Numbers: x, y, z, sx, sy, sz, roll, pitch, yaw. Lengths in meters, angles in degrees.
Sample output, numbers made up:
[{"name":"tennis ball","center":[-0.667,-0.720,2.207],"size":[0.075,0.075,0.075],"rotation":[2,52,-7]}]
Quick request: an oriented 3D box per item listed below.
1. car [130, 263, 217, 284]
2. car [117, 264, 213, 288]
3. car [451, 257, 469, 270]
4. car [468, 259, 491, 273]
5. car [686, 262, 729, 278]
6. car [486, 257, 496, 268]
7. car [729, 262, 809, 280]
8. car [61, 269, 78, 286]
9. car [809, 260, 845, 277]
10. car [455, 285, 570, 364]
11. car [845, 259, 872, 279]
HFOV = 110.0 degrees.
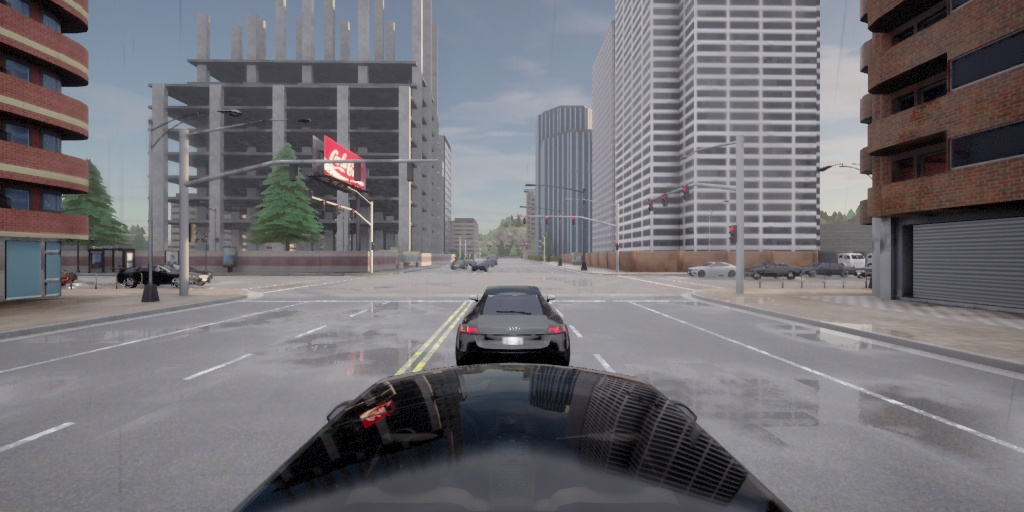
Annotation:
[{"name":"car","center":[-24.691,1.276,26.270],"size":[4.674,1.442,1.812],"rotation":[0,0,-1]},{"name":"car","center":[-22.011,1.241,22.787],"size":[4.902,1.511,2.128],"rotation":[0,0,-1]},{"name":"car","center":[-7.556,1.241,51.185],"size":[2.128,1.511,4.902],"rotation":[0,0,0]},{"name":"car","center":[-3.998,1.351,44.708],"size":[1.895,1.301,4.718],"rotation":[0,0,-1]},{"name":"car","center":[19.089,1.276,34.078],"size":[4.674,1.442,1.812],"rotation":[0,0,-1]},{"name":"car","center":[-4.126,1.314,60.374],"size":[1.994,1.385,4.181],"rotation":[0,0,0]},{"name":"car","center":[21.853,1.241,30.638],"size":[4.902,1.511,2.128],"rotation":[0,0,-1]},{"name":"car","center":[-31.113,1.102,22.657],"size":[4.553,1.767,2.097],"rotation":[0,0,-1]},{"name":"car","center":[29.671,1.297,34.247],"size":[5.357,1.411,2.033],"rotation":[0,0,-1]},{"name":"car","center":[0.011,1.314,7.691],"size":[1.994,1.385,4.181],"rotation":[0,0,0]},{"name":"car","center":[32.227,1.241,30.776],"size":[4.902,1.511,2.128],"rotation":[0,0,-1]}]
